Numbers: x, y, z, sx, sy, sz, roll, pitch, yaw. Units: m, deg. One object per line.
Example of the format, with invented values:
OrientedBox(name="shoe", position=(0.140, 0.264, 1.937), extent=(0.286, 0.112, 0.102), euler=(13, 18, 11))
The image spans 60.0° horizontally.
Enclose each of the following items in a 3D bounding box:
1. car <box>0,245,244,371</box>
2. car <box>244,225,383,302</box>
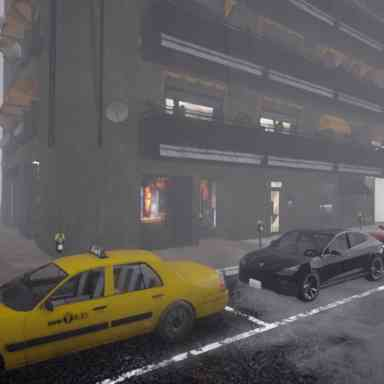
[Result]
OrientedBox(name="car", position=(-1.647, 1.526, 4.909), extent=(4.829, 1.417, 1.752), euler=(0, 1, -35))
OrientedBox(name="car", position=(3.115, 1.568, 8.291), extent=(4.313, 1.339, 1.947), euler=(0, 1, -35))
